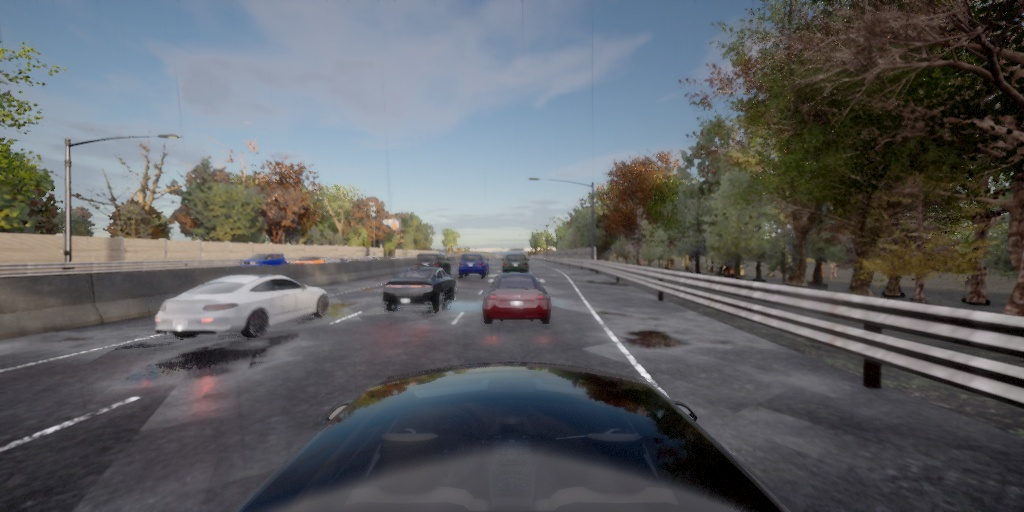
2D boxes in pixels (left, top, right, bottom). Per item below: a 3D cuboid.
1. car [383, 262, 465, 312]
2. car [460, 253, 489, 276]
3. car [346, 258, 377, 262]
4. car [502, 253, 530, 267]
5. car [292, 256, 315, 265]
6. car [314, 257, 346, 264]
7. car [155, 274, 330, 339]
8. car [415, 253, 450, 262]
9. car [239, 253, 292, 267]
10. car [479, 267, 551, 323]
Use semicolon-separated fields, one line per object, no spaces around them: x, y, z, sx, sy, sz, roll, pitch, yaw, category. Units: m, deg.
-3.323;1.167;13.693;2.128;1.511;4.902;0;0;1;car
-3.190;0.798;30.562;2.150;2.045;5.566;0;0;1;car
-17.284;1.010;42.449;1.837;1.490;4.892;0;0;1;car
0.311;0.799;30.598;2.150;2.045;5.566;0;0;1;car
-24.281;0.853;42.372;2.097;1.767;4.553;0;0;1;car
-20.783;1.030;42.186;1.812;1.442;4.674;0;0;0;car
-6.867;1.222;9.757;1.812;1.442;4.674;0;0;1;car
-6.690;0.796;30.601;2.150;2.045;5.566;0;0;1;car
-27.718;0.731;40.148;2.150;2.045;5.566;0;1;0;car
0.156;1.252;11.841;1.994;1.385;4.181;0;0;1;car
